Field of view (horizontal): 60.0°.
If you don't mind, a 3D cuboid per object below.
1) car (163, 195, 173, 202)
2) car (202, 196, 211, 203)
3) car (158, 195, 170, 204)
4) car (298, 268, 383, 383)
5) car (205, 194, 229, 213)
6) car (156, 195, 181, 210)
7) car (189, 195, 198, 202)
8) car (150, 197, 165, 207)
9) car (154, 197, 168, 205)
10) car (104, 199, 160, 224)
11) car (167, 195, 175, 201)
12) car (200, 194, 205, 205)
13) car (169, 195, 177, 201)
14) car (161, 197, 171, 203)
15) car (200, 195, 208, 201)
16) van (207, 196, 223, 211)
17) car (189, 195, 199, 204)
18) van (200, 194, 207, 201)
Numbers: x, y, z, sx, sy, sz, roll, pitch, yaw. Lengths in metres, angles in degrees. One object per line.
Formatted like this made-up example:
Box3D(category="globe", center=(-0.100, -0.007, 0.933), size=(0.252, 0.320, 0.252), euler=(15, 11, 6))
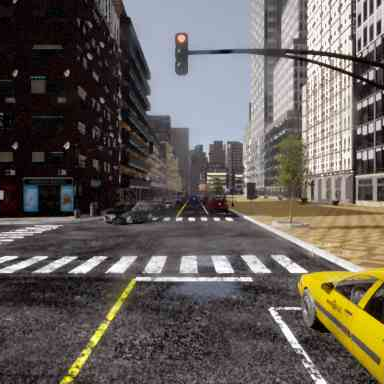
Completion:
Box3D(category="car", center=(-5.360, 1.507, 75.098), size=(1.967, 1.590, 4.097), euler=(0, 0, 0))
Box3D(category="car", center=(2.996, 1.602, 69.534), size=(1.887, 1.381, 4.507), euler=(0, 0, 0))
Box3D(category="car", center=(-5.409, 1.488, 64.045), size=(1.967, 1.590, 4.097), euler=(0, 0, 0))
Box3D(category="car", center=(2.704, 1.525, 4.133), size=(1.752, 1.417, 4.829), euler=(0, 0, 0))
Box3D(category="car", center=(2.847, 1.327, 36.375), size=(2.192, 1.841, 5.009), euler=(0, 0, 0))
Box3D(category="car", center=(-2.909, 1.510, 42.312), size=(2.128, 1.511, 4.902), euler=(0, 0, 0))
Box3D(category="car", center=(0.346, 1.569, 76.579), size=(1.837, 1.490, 4.892), euler=(0, 0, 0))
Box3D(category="car", center=(-5.457, 1.581, 52.992), size=(2.008, 1.369, 4.403), euler=(0, 0, 0))
Box3D(category="car", center=(-5.433, 1.584, 58.518), size=(1.887, 1.381, 4.507), euler=(0, 0, 0))
Box3D(category="car", center=(-4.590, 1.532, 25.084), size=(1.837, 1.490, 4.892), euler=(1, 1, 23))
Box3D(category="car", center=(-5.310, 1.613, 85.982), size=(1.752, 1.417, 4.829), euler=(0, 0, 0))
Box3D(category="car", center=(2.946, 1.354, 58.481), size=(2.192, 1.841, 5.009), euler=(0, 0, 0))
Box3D(category="car", center=(-5.285, 1.644, 91.677), size=(1.887, 1.381, 4.507), euler=(0, 0, 0))
Box3D(category="car", center=(-5.384, 1.639, 69.572), size=(1.802, 1.307, 4.206), euler=(0, 0, 0))
Box3D(category="car", center=(3.072, 1.613, 86.284), size=(1.752, 1.417, 4.829), euler=(0, 0, 0))
Box3D(category="van", center=(2.872, 1.358, 41.901), size=(1.690, 1.788, 3.998), euler=(0, 0, 0))
Box3D(category="car", center=(0.398, 1.404, 66.684), size=(2.097, 1.767, 4.553), euler=(0, 0, 0))
Box3D(category="van", center=(3.094, 1.441, 91.640), size=(1.690, 1.788, 3.998), euler=(0, 0, 0))
